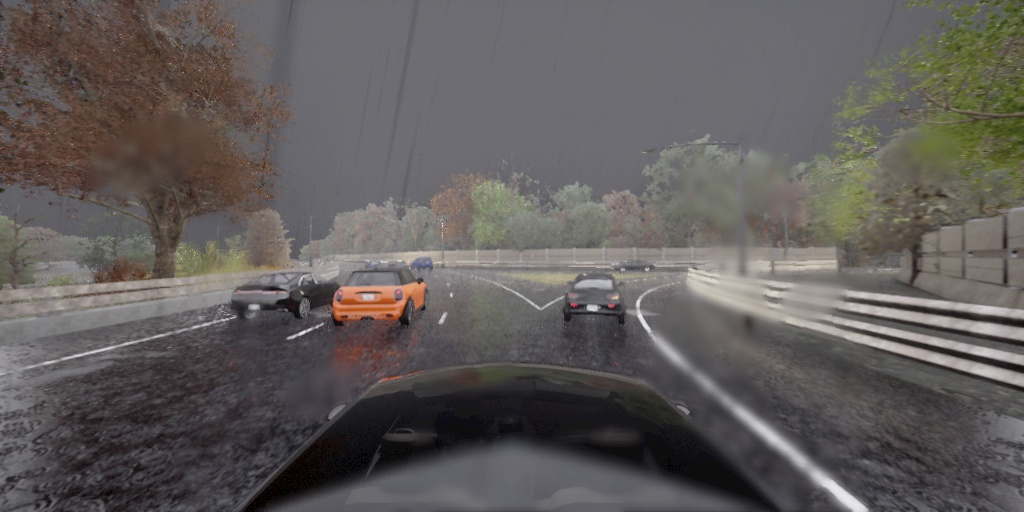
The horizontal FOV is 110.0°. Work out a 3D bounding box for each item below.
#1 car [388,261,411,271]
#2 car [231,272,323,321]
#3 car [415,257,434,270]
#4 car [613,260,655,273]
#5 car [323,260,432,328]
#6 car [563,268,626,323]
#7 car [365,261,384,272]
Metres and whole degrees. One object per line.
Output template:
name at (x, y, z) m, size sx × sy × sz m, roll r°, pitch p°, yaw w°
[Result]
car at (-16.986, 1.458, 53.851) m, size 2.128 × 1.511 × 4.902 m, roll 0°, pitch 0°, yaw -31°
car at (-7.694, 1.305, 12.824) m, size 2.128 × 1.511 × 4.902 m, roll 0°, pitch 0°, yaw -6°
car at (-13.935, 1.179, 55.564) m, size 2.150 × 2.045 × 5.566 m, roll 0°, pitch 0°, yaw -31°
car at (14.904, 1.217, 43.945) m, size 4.892 × 1.490 × 1.837 m, roll 0°, pitch 0°, yaw 5°
car at (-4.106, 1.148, 11.898) m, size 2.097 × 1.767 × 4.553 m, roll 0°, pitch 0°, yaw -5°
car at (2.850, 1.292, 12.257) m, size 1.812 × 1.442 × 4.674 m, roll 0°, pitch 0°, yaw 15°
car at (-20.053, 1.501, 52.165) m, size 1.812 × 1.442 × 4.674 m, roll 0°, pitch 0°, yaw -31°
